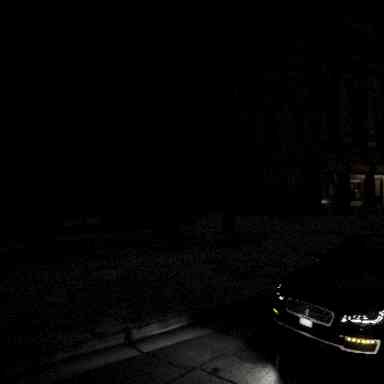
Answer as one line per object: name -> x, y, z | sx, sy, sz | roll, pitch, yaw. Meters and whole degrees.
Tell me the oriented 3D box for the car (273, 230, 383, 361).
car -> 3.508, 1.498, 5.878 | 4.892, 1.490, 1.837 | 0, 0, -35
